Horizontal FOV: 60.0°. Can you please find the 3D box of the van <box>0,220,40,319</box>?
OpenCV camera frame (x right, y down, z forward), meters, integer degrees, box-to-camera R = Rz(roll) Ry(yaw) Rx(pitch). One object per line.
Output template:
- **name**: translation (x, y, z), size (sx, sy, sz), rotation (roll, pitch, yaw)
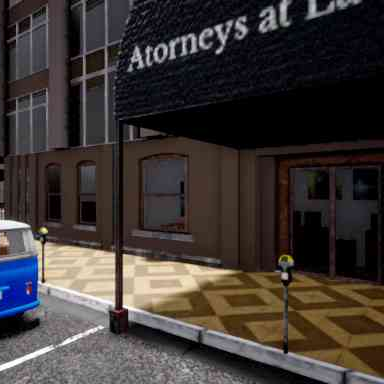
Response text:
- **van**: translation (-4.484, 1.341, 6.066), size (3.998, 1.788, 1.690), rotation (0, 0, 35)
